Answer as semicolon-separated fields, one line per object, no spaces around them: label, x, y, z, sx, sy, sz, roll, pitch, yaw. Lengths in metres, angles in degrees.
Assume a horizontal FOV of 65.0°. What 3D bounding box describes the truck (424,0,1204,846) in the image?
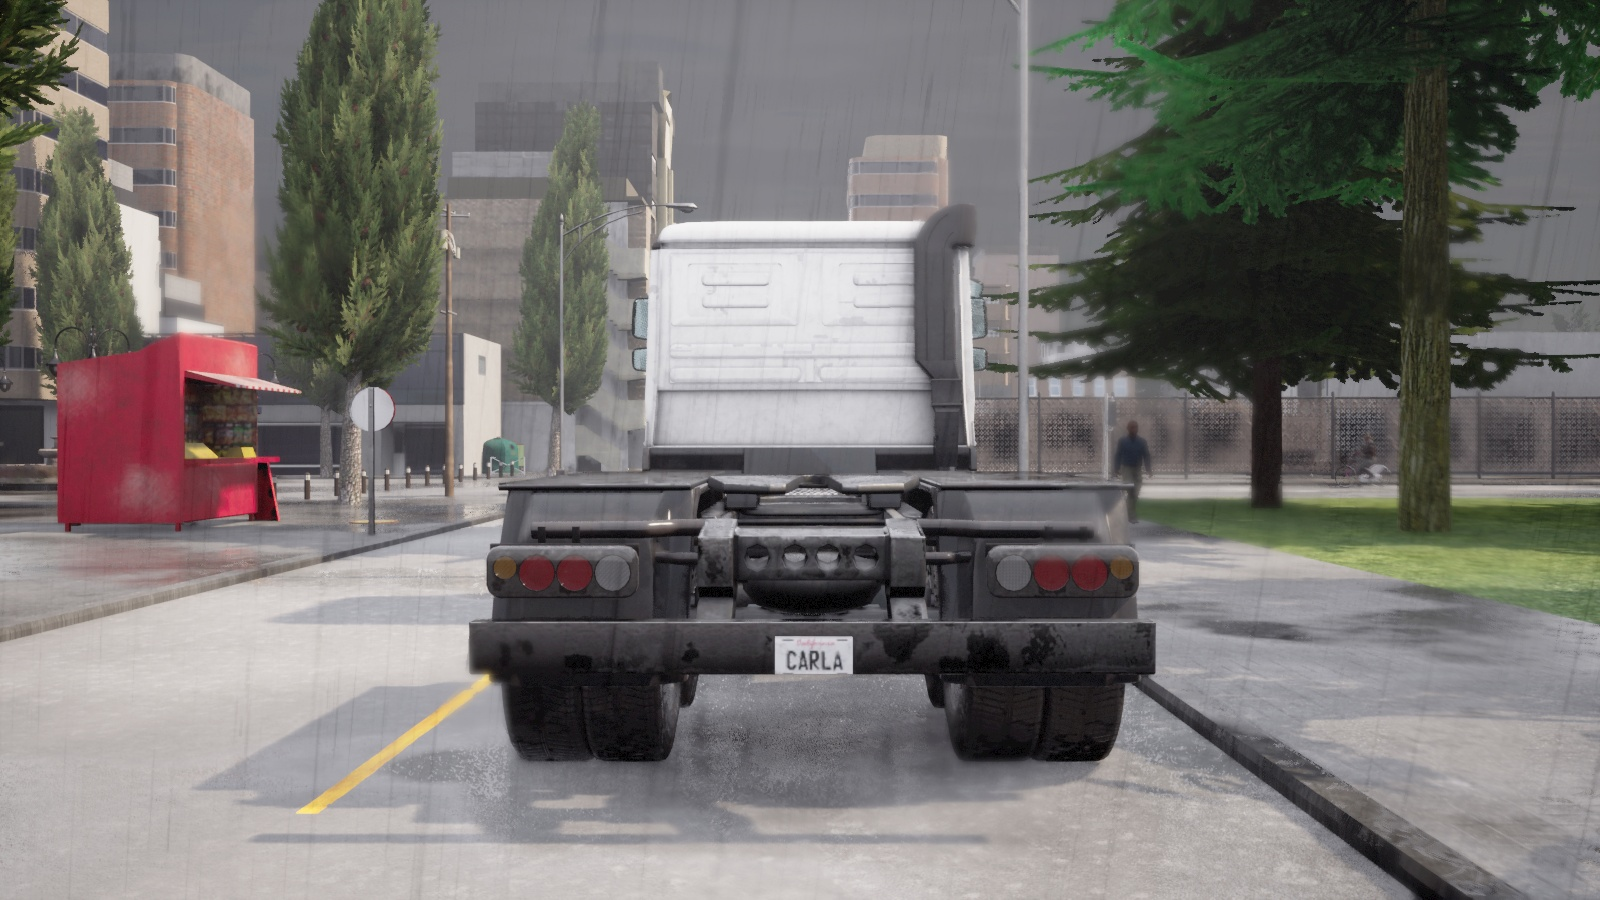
truck;0.072;-0.284;8.629;2.891;3.462;7.936;0;0;0

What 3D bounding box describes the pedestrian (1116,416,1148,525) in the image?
pedestrian;5.675;0.339;21.501;0.370;1.835;0.726;0;0;2

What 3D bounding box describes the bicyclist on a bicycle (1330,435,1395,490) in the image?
bicyclist on a bicycle;18.517;0.398;41.365;1.843;1.776;0.659;0;0;0
